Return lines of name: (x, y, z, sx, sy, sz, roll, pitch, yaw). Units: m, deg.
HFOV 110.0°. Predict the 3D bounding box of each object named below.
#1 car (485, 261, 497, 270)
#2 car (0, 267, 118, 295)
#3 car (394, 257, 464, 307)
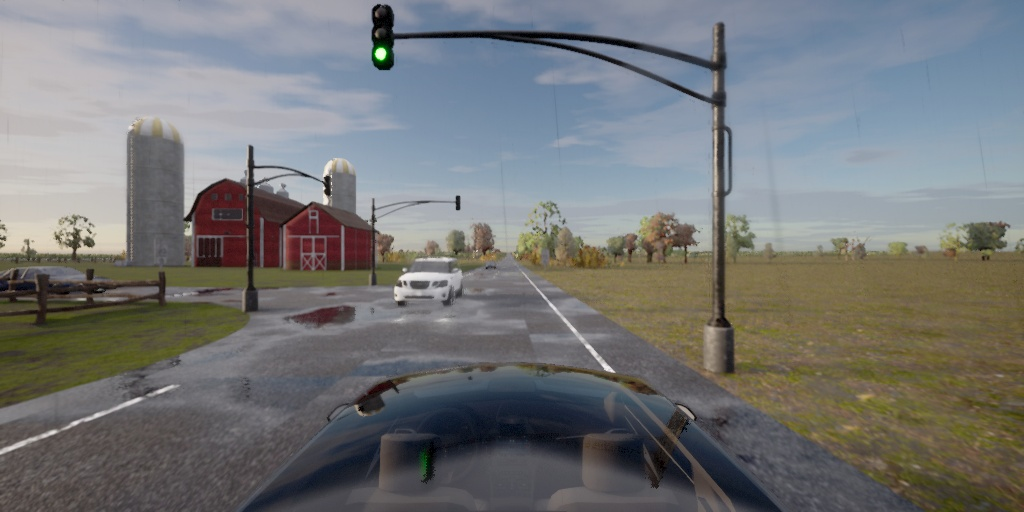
car: (-3.772, 1.678, 63.833, 1.837, 1.490, 4.892, 0, 0, 0)
car: (-22.987, 1.234, 17.734, 5.357, 1.411, 2.033, 1, 0, -1)
car: (-3.554, 1.089, 16.412, 2.150, 2.045, 5.566, 0, 0, 0)
